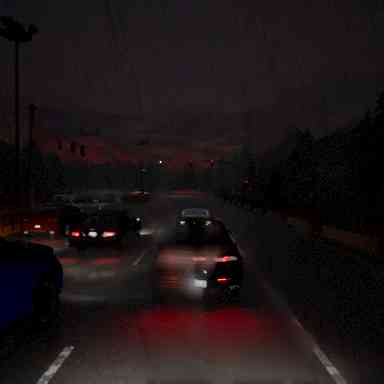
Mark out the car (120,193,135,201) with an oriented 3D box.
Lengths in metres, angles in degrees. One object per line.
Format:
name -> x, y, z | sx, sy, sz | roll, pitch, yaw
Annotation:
car -> -13.626, 1.011, 69.052 | 1.812, 1.442, 4.674 | 0, 0, 0

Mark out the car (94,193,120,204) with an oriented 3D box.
car -> -13.800, 1.091, 54.071 | 2.128, 1.511, 4.902 | 0, 1, 1

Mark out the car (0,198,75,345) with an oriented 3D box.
car -> -3.387, 1.204, 3.606 | 2.150, 2.045, 5.566 | 0, 0, 0

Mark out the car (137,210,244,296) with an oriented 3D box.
car -> 0.127, 1.438, 8.462 | 2.128, 1.511, 4.902 | 0, 0, 0

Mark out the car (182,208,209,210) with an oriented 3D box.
car -> 0.174, 1.476, 17.792 | 1.895, 1.301, 4.718 | 0, 0, 0

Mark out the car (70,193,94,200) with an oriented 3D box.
car -> -17.307, 1.209, 53.087 | 1.895, 1.301, 4.718 | 0, 0, 0

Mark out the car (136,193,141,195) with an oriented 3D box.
car -> -13.538, 0.897, 84.060 | 1.812, 1.442, 4.674 | 0, 0, 0

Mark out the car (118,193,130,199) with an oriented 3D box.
car -> -17.041, 0.929, 83.642 | 1.994, 1.385, 4.181 | 0, 0, 0

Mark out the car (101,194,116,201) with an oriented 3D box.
car -> -17.130, 1.045, 68.354 | 1.994, 1.385, 4.181 | 0, 0, 0

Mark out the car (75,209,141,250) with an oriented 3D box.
car -> -3.348, 1.453, 13.779 | 2.033, 1.411, 5.357 | 0, 0, 0

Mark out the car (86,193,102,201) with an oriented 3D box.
car -> -20.620, 0.957, 70.070 | 1.882, 1.535, 5.008 | 0, 0, 0

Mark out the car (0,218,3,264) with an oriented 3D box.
car -> -6.881, 1.512, 8.207 | 1.994, 1.385, 4.181 | 0, 0, 1

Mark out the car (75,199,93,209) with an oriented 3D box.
car -> -6.843, 1.357, 17.192 | 1.882, 1.535, 5.008 | 0, 0, 0

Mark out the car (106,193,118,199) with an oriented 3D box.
car -> -20.531, 0.957, 85.433 | 1.895, 1.301, 4.718 | 0, 0, 0

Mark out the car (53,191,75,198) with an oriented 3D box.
car -> -20.795, 0.817, 54.647 | 2.150, 2.045, 5.566 | 0, 0, 1
